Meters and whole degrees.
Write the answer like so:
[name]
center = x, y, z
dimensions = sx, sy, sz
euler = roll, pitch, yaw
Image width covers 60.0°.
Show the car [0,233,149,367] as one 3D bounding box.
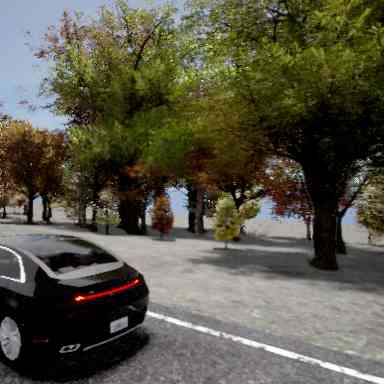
[car]
center = -2.925, 1.494, 5.793
dimensions = 4.892, 1.490, 1.837
euler = 0, 0, 36
